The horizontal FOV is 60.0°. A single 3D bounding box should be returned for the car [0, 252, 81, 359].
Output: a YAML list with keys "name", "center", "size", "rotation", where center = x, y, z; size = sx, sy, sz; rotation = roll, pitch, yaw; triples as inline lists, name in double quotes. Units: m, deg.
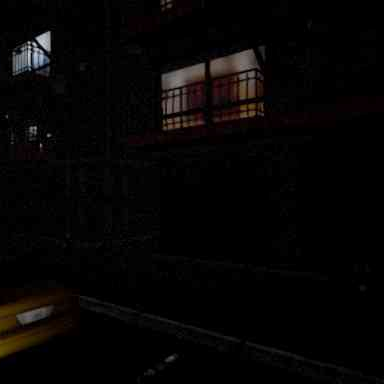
- name: "car"
  center: [-3.903, 1.584, 5.663]
  size: [4.829, 1.417, 1.752]
  rotation: [-1, -1, 35]
